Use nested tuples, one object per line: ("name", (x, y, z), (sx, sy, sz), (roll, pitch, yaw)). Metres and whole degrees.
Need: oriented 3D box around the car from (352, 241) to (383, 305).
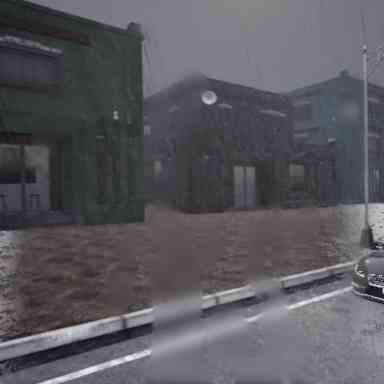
("car", (5.413, 1.496, 7.239), (4.892, 1.490, 1.837), (0, 0, -35))
